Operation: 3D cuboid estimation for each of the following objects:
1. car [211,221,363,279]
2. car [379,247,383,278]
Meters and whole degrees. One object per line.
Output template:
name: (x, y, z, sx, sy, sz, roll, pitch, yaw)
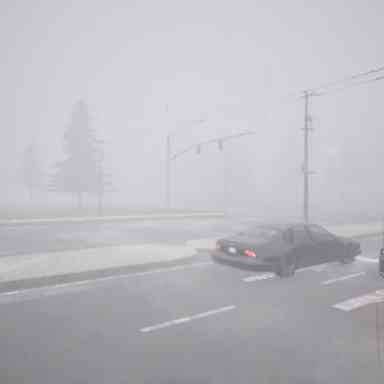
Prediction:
car: (3.113, 1.617, 10.308, 5.357, 1.411, 2.033, 1, 0, -36)
car: (6.674, 1.587, 8.567, 4.892, 1.490, 1.837, 1, 0, -36)
